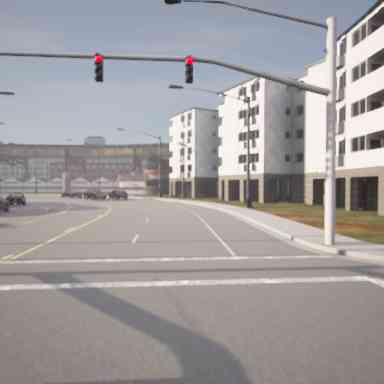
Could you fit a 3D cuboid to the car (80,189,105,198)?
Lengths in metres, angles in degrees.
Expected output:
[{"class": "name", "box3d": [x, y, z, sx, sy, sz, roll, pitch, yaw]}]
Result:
[{"class": "car", "box3d": [-17.378, 0.258, 57.842, 4.892, 1.490, 1.837, 1, 2, 41]}]

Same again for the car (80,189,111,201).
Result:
[{"class": "car", "box3d": [-14.214, 0.442, 48.884, 2.128, 1.511, 4.902, -1, 2, -36]}]

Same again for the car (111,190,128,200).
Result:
[{"class": "car", "box3d": [-11.468, 0.409, 51.060, 1.837, 1.490, 4.892, -1, 2, -36]}]

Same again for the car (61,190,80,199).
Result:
[{"class": "car", "box3d": [-20.153, 0.326, 55.645, 4.674, 1.442, 1.812, 1, 2, 41]}]

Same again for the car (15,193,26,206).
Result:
[{"class": "car", "box3d": [-18.976, 0.833, 35.931, 1.895, 1.301, 4.718, -1, 1, -26]}]

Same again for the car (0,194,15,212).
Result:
[{"class": "car", "box3d": [-15.979, 0.970, 26.313, 1.812, 1.442, 4.674, 0, 1, -11]}]
